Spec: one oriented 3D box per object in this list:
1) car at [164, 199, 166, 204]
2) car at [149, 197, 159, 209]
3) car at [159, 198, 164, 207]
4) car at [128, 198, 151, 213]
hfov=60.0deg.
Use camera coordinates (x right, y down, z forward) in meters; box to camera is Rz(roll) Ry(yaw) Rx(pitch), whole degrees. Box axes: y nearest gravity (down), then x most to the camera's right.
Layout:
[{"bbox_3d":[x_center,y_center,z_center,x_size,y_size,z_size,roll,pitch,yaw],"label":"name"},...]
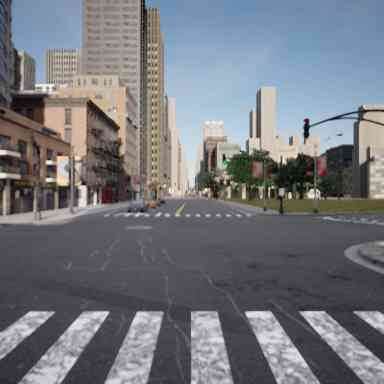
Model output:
[{"bbox_3d":[-6.519,1.962,69.274,1.895,1.301,4.718,0,0,0],"label":"car"},{"bbox_3d":[-6.615,1.627,50.093,2.097,1.767,4.553,0,0,0],"label":"car"},{"bbox_3d":[-6.599,1.884,59.143,1.994,1.385,4.181,0,0,0],"label":"car"},{"bbox_3d":[-6.636,1.757,41.040,1.812,1.442,4.674,0,0,0],"label":"car"}]
